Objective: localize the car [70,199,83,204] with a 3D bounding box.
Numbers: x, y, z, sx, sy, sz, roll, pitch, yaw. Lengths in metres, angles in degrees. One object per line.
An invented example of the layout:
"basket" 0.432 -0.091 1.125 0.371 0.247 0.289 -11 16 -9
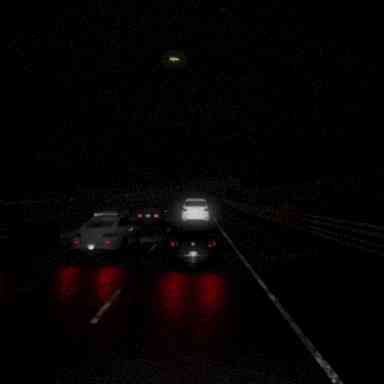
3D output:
"car" -22.653 2.078 66.736 2.033 1.411 5.357 0 0 3

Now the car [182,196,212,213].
"car" 0.319 1.530 27.199 2.150 2.045 5.566 0 0 2

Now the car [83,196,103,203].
"car" -19.162 1.770 66.479 2.150 2.045 5.566 0 0 3

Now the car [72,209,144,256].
"car" -3.397 1.662 13.684 1.812 1.442 4.674 0 0 1

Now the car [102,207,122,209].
"car" -6.657 1.909 27.986 1.895 1.301 4.718 0 -1 2

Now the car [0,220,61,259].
"car" -6.915 1.729 13.038 1.895 1.301 4.718 0 -1 1

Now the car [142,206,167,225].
"car" -3.186 1.849 27.163 2.033 1.411 5.357 0 -1 2

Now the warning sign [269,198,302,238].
"warning sign" 4.700 1.294 16.773 1.300 1.860 1.060 2 2 1

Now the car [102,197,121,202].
"car" -15.667 1.905 66.344 2.097 1.767 4.553 0 0 3

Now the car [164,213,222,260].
"car" 0.085 1.731 12.973 1.895 1.301 4.718 0 -1 1
